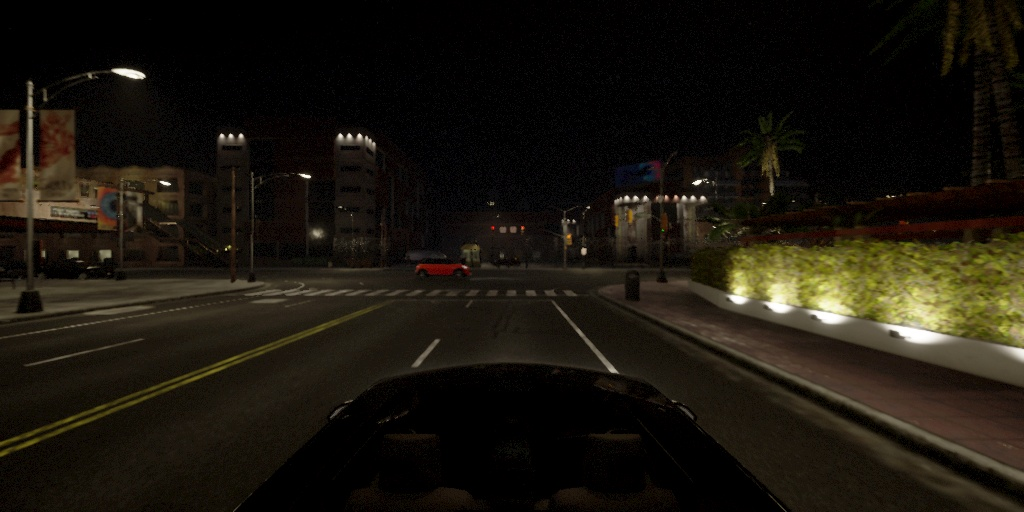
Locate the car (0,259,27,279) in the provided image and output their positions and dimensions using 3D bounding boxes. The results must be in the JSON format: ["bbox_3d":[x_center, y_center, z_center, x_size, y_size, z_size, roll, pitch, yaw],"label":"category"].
[{"bbox_3d":[-44.994,1.186,30.908,4.181,1.385,1.994,0,0,1],"label":"car"}]

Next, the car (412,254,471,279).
[{"bbox_3d":[-5.783,0.967,30.572,4.553,1.767,2.097,0,0,1],"label":"car"}]
